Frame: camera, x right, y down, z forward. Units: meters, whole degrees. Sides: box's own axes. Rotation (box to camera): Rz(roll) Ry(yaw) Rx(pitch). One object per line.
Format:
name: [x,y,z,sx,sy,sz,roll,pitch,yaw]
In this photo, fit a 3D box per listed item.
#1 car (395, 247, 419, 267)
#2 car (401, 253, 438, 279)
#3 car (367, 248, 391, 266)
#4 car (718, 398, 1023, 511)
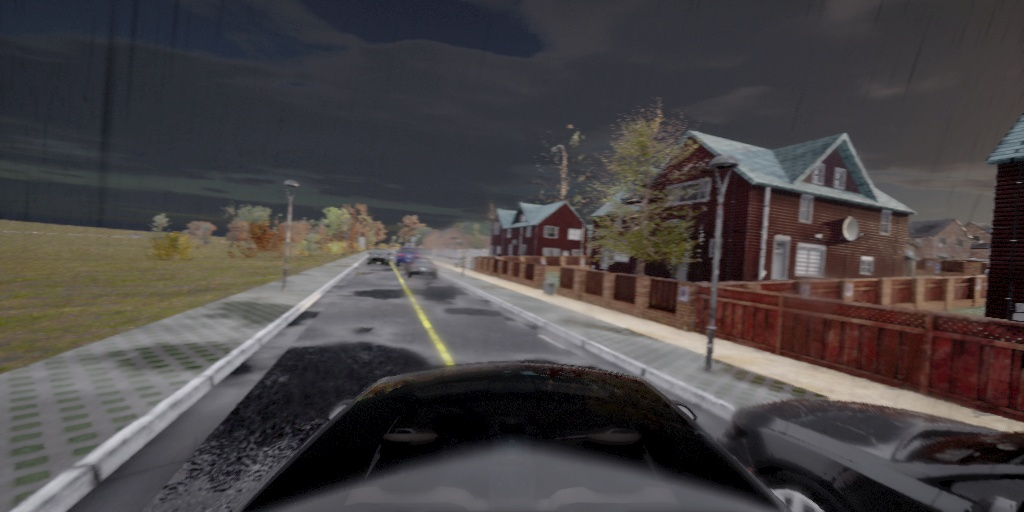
car: [-11.000,0.074,37.719,2.150,2.045,5.566,4,1,-20]
car: [-6.464,0.773,25.387,1.994,1.385,4.181,4,0,-21]
car: [-13.427,0.030,36.279,2.097,1.767,4.553,4,0,-20]
car: [3.188,1.487,1.174,1.837,1.490,4.892,4,0,-20]
